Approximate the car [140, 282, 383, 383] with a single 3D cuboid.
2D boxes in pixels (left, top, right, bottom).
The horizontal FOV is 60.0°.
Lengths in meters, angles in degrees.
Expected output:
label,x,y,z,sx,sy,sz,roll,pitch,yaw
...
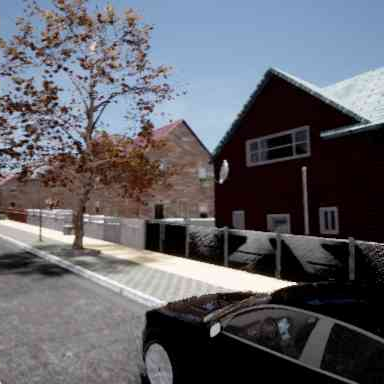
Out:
label,x,y,z,sx,sy,sz,roll,pitch,yaw
car,1.346,1.651,3.232,1.882,1.535,5.008,3,-3,-39
